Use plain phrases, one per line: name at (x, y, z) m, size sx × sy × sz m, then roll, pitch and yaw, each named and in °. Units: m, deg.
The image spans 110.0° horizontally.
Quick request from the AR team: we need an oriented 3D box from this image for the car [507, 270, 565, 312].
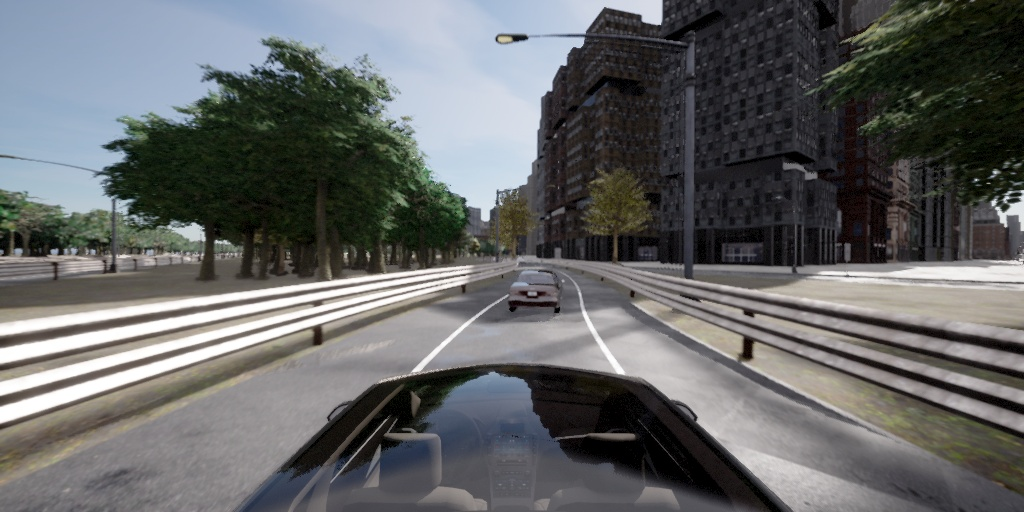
car at (1.029, 1.250, 14.002) m, size 2.033 × 1.411 × 5.357 m, roll 0°, pitch 0°, yaw 9°
